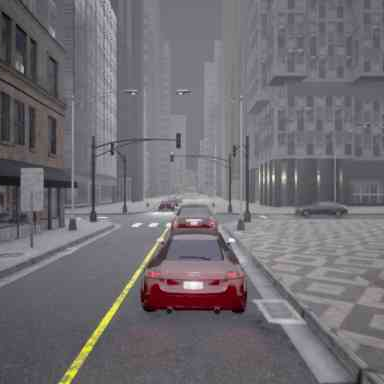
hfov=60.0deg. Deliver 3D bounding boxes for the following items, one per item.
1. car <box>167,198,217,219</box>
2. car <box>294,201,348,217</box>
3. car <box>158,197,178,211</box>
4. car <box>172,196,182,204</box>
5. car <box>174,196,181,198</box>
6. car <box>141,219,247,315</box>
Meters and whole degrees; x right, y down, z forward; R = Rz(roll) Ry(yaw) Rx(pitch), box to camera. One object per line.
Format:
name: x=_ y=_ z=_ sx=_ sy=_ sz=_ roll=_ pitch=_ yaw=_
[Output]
car: x=0.150 y=1.353 z=16.307 sx=2.097 sy=1.767 sz=4.553 roll=0 pitch=0 yaw=2
car: x=11.740 y=1.538 z=30.358 sx=4.674 sy=1.442 sz=1.812 roll=0 pitch=0 yaw=1
car: x=-3.099 y=1.617 z=41.313 sx=1.895 sy=1.301 sz=4.718 roll=0 pitch=0 yaw=0
car: x=-3.024 y=1.569 z=67.637 sx=1.812 sy=1.442 sz=4.674 roll=0 pitch=0 yaw=0
car: x=-3.092 y=1.574 z=53.049 sx=2.033 sy=1.411 sz=5.357 roll=0 pitch=0 yaw=0
car: x=0.083 y=1.564 z=7.686 sx=1.994 sy=1.385 sz=4.181 roll=0 pitch=0 yaw=2
